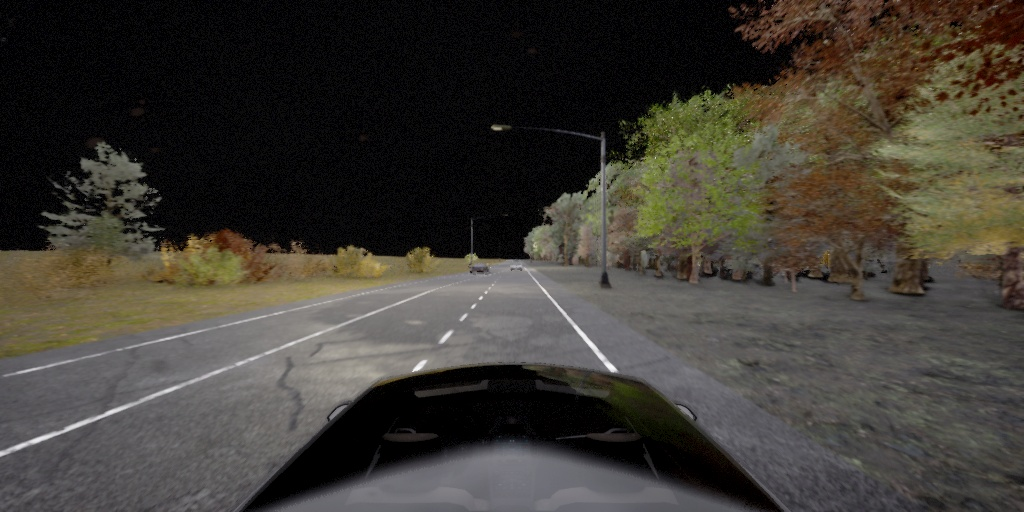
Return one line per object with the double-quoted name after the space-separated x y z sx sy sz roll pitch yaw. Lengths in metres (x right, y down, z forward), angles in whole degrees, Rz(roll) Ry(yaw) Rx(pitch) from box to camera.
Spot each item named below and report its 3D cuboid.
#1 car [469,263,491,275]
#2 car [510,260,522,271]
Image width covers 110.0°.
-4.020 1.617 45.963 2.033 1.411 5.357 0 0 7 "car"
0.700 1.736 58.925 1.895 1.301 4.718 0 0 1 "car"
